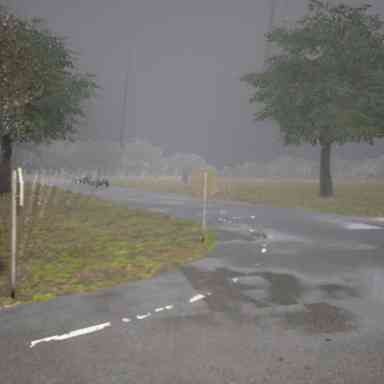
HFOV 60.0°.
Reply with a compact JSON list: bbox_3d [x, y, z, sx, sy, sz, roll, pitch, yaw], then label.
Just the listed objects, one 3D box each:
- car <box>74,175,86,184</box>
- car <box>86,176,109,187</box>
[{"bbox_3d":[-19.383,-2.162,58.626,1.837,1.490,4.892,0,4,-32],"label":"car"},{"bbox_3d":[-14.019,-1.541,50.257,1.837,1.490,4.892,0,3,-32],"label":"car"}]
